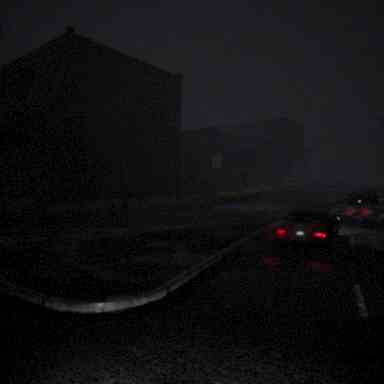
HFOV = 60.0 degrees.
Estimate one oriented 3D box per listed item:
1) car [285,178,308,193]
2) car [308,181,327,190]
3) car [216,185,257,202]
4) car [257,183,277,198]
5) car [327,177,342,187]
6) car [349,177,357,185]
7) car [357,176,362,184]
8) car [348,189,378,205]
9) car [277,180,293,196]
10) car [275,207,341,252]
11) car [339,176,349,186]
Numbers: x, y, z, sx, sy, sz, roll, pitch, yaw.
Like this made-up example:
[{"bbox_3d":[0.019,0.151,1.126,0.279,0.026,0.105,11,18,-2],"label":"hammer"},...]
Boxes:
[{"bbox_3d":[14.542,-0.940,48.636,2.435,2.045,5.566,1,4,36],"label":"car"},{"bbox_3d":[21.104,-1.189,57.522,2.163,1.488,4.792,1,4,36],"label":"car"},{"bbox_3d":[4.518,0.117,35.122,1.946,1.575,5.366,1,4,37],"label":"car"},{"bbox_3d":[7.808,-0.150,39.550,1.946,1.575,5.366,1,4,36],"label":"car"},{"bbox_3d":[27.696,-1.748,66.421,2.231,1.521,4.892,1,4,36],"label":"car"},{"bbox_3d":[36.511,-2.462,78.426,2.231,1.521,4.892,2,4,37],"label":"car"},{"bbox_3d":[40.639,-2.794,83.910,1.946,1.575,5.366,1,4,36],"label":"car"},{"bbox_3d":[15.838,0.390,30.608,1.895,1.301,4.718,1,4,36],"label":"car"},{"bbox_3d":[11.090,-0.415,43.986,1.946,1.575,5.366,1,4,36],"label":"car"},{"bbox_3d":[4.638,1.307,13.009,2.033,1.411,5.357,1,3,27],"label":"car"},{"bbox_3d":[30.954,-2.262,70.816,2.435,2.045,5.566,1,4,36],"label":"car"}]
